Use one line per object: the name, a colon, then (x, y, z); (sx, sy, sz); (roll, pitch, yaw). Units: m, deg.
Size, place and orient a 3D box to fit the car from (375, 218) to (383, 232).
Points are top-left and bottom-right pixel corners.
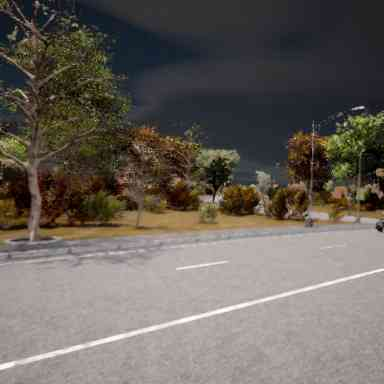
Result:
car: (14.406, 2.097, 22.770); (4.181, 1.385, 1.994); (3, -2, -35)
